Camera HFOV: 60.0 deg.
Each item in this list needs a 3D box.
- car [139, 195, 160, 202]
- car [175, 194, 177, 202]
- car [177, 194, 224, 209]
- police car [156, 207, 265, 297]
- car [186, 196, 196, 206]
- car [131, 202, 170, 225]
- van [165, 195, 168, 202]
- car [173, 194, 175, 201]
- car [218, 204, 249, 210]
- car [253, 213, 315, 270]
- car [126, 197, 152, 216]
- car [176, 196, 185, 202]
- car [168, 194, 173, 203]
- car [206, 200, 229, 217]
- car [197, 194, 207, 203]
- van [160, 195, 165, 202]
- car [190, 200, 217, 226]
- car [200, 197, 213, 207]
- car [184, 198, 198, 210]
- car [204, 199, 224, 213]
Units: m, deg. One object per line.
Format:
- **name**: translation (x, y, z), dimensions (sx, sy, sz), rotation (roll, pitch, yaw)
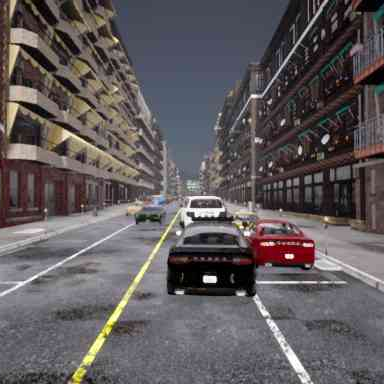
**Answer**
- **car**: translation (-5.404, 1.369, 38.636), dimensions (2.192, 1.841, 5.009), rotation (2, 0, 0)
- **car**: translation (-5.542, 1.772, 82.879), dimensions (1.947, 1.339, 4.313), rotation (1, 0, 0)
- **car**: translation (0.517, 1.240, 18.577), dimensions (2.150, 2.045, 5.566), rotation (0, 0, -4)
- **police car**: translation (0.547, 1.432, 8.789), dimensions (1.930, 1.638, 5.238), rotation (0, 0, 5)
- **car**: translation (-0.177, 1.593, 60.152), dimensions (1.882, 1.535, 5.008), rotation (0, 0, 0)
- **car**: translation (-2.922, 1.626, 24.219), dimensions (1.895, 1.301, 4.718), rotation (0, 0, 0)
- **van**: translation (-5.455, 1.440, 55.227), dimensions (1.690, 1.788, 3.998), rotation (1, 0, 0)
- **car**: translation (-5.503, 1.475, 71.817), dimensions (2.192, 1.841, 5.009), rotation (1, 0, 0)
- **car**: translation (2.536, 1.539, 16.644), dimensions (1.752, 1.417, 4.829), rotation (1, 0, 0)
- **car**: translation (2.552, 1.552, 10.942), dimensions (1.887, 1.381, 4.507), rotation (1, 0, 0)
- **car**: translation (-5.393, 1.568, 32.934), dimensions (1.752, 1.417, 4.829), rotation (2, 0, 0)
- **car**: translation (-3.002, 1.708, 85.040), dimensions (2.128, 1.511, 4.902), rotation (0, 0, 0)
- **car**: translation (-5.487, 1.453, 66.288), dimensions (2.192, 1.841, 5.009), rotation (1, 0, 0)
- **car**: translation (2.486, 1.587, 33.064), dimensions (1.887, 1.381, 4.507), rotation (1, 0, 0)
- **car**: translation (2.326, 1.497, 77.312), dimensions (2.192, 1.841, 5.009), rotation (1, 0, 0)
- **van**: translation (-5.437, 1.423, 49.695), dimensions (1.690, 1.788, 3.998), rotation (2, 0, 0)
- **car**: translation (0.752, 1.481, 24.800), dimensions (1.801, 1.575, 5.366), rotation (0, 0, 0)
- **car**: translation (2.421, 1.644, 55.188), dimensions (1.887, 1.381, 4.507), rotation (1, 0, 0)
- **car**: translation (-0.129, 1.575, 45.620), dimensions (1.837, 1.490, 4.892), rotation (0, 0, 0)
- **car**: translation (2.470, 1.605, 38.596), dimensions (2.008, 1.369, 4.403), rotation (1, 0, 0)
